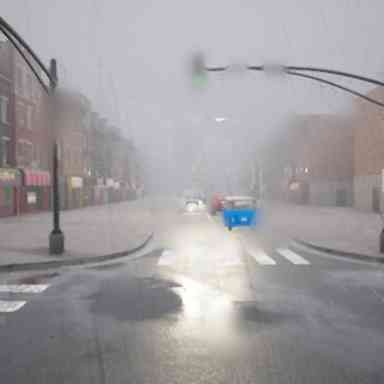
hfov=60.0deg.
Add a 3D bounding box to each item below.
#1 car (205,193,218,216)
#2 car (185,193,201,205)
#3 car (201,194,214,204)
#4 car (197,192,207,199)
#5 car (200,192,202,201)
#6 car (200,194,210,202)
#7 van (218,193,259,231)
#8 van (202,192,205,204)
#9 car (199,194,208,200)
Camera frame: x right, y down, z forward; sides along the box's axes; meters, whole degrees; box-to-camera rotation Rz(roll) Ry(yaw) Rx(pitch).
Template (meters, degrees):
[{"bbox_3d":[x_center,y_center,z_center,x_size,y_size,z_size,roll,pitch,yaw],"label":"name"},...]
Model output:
[{"bbox_3d":[2.606,1.040,29.201,2.192,1.841,5.009,-2,0,0],"label":"car"},{"bbox_3d":[-0.008,1.250,49.502,1.895,1.301,4.718,0,0,0],"label":"car"},{"bbox_3d":[2.608,1.154,55.653,1.887,1.381,4.507,-2,0,0],"label":"car"},{"bbox_3d":[2.594,0.904,87.396,2.192,1.841,5.009,-2,0,0],"label":"car"},{"bbox_3d":[2.605,1.066,50.363,1.967,1.590,4.097,-2,0,0],"label":"car"},{"bbox_3d":[2.607,1.170,66.234,1.802,1.307,4.206,-2,0,0],"label":"car"},{"bbox_3d":[2.609,1.139,18.620,1.690,1.788,3.998,-2,0,0],"label":"van"},{"bbox_3d":[2.604,0.987,45.072,1.690,1.788,3.998,-2,0,0],"label":"van"},{"bbox_3d":[2.604,1.126,76.815,1.887,1.381,4.507,-2,0,0],"label":"car"}]
